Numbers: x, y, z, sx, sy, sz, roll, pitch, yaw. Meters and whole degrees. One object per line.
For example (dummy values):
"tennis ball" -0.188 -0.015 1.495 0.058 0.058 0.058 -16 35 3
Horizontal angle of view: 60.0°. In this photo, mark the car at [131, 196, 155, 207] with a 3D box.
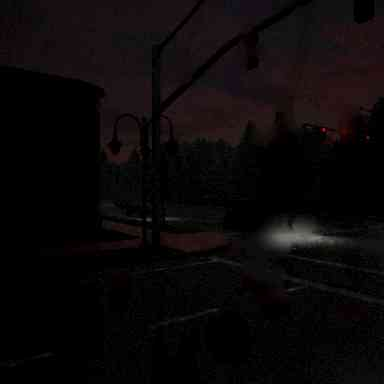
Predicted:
"car" -7.940 1.505 53.780 1.837 1.490 4.892 0 0 -35

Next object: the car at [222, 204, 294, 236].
"car" 3.594 1.564 18.623 1.994 1.385 4.181 0 0 -36

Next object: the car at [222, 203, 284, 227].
"car" 4.238 1.564 23.832 1.994 1.385 4.181 0 0 -35

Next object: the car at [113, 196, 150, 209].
"car" -7.407 1.548 40.601 2.033 1.411 5.357 0 0 -35

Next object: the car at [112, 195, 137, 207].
"car" -10.506 1.352 51.337 2.097 1.767 4.553 0 0 -35

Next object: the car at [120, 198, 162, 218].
"car" -4.506 1.526 30.239 1.812 1.442 4.674 0 0 -35
